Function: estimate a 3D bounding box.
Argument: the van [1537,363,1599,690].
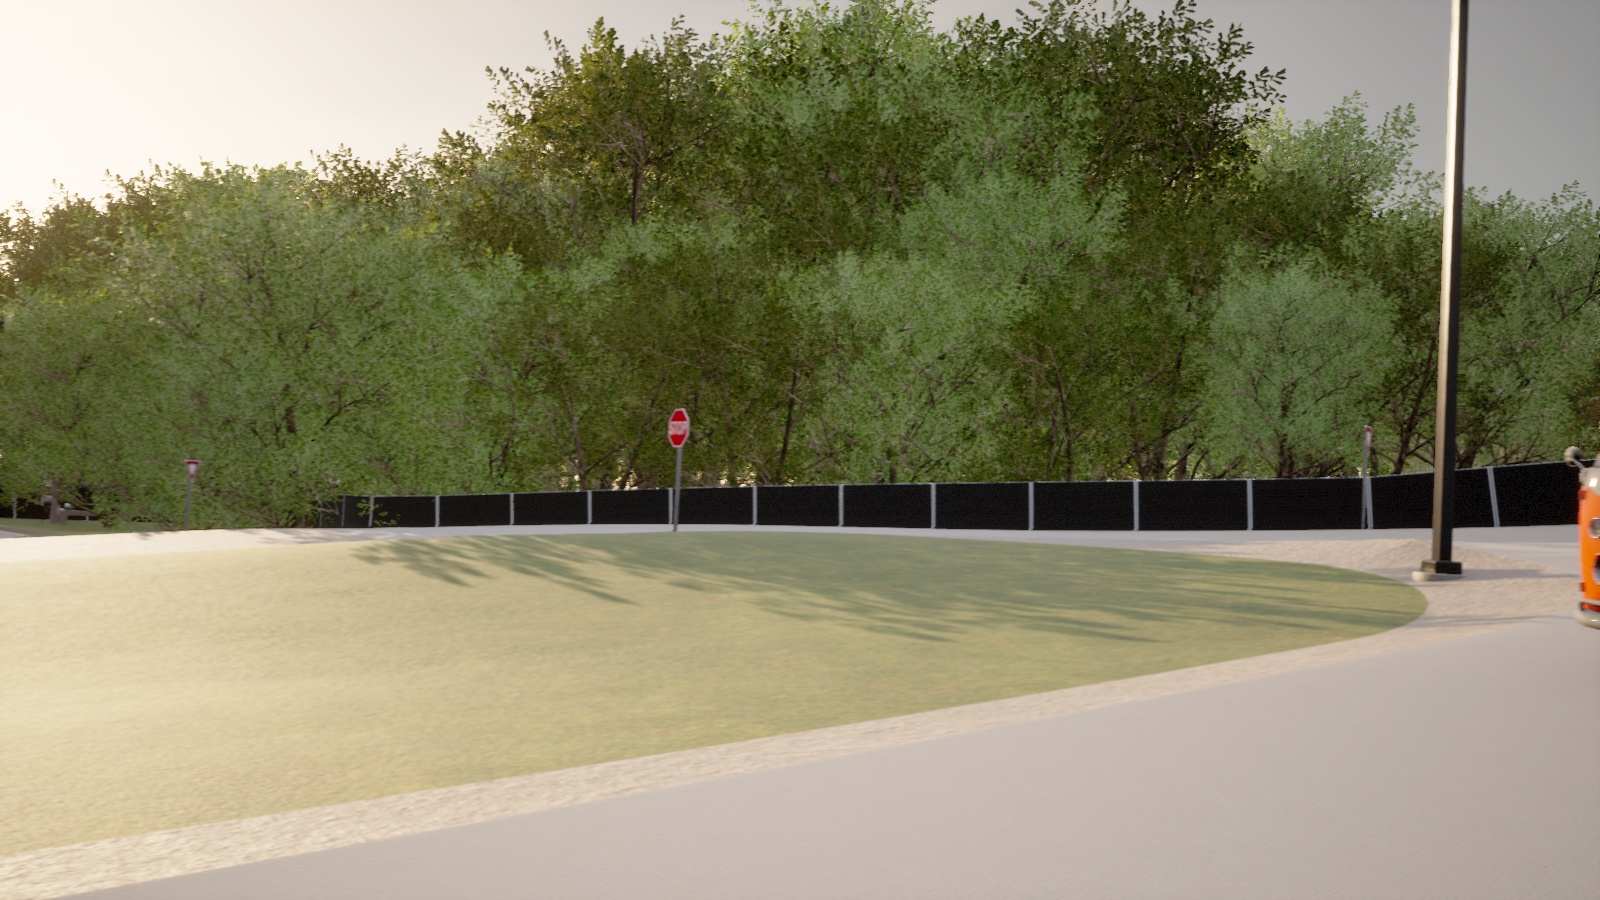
[{"bbox_3d":[6.983,0.429,8.446,4.442,1.987,1.775,-1,0,-35],"label":"van"}]
